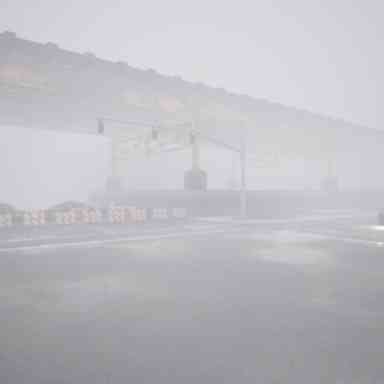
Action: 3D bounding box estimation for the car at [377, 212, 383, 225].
[{"bbox_3d":[14.671,1.582,23.046,4.181,1.385,1.994,0,0,-36],"label":"car"}]

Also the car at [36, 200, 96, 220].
[{"bbox_3d":[-9.450,1.300,25.347,1.853,1.218,4.536,0,0,18],"label":"car"}]

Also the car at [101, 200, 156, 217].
[{"bbox_3d":[-5.605,1.303,29.050,4.536,1.218,1.853,0,0,-7],"label":"car"}]

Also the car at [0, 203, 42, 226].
[{"bbox_3d":[-13.211,1.454,22.614,4.974,1.542,2.038,0,0,8],"label":"car"}]

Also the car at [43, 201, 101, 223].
[{"bbox_3d":[-9.466,1.457,25.298,2.038,1.542,4.974,0,0,18],"label":"car"}]

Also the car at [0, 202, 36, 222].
[{"bbox_3d":[-13.263,1.296,22.621,4.536,1.218,1.853,0,0,8],"label":"car"}]
